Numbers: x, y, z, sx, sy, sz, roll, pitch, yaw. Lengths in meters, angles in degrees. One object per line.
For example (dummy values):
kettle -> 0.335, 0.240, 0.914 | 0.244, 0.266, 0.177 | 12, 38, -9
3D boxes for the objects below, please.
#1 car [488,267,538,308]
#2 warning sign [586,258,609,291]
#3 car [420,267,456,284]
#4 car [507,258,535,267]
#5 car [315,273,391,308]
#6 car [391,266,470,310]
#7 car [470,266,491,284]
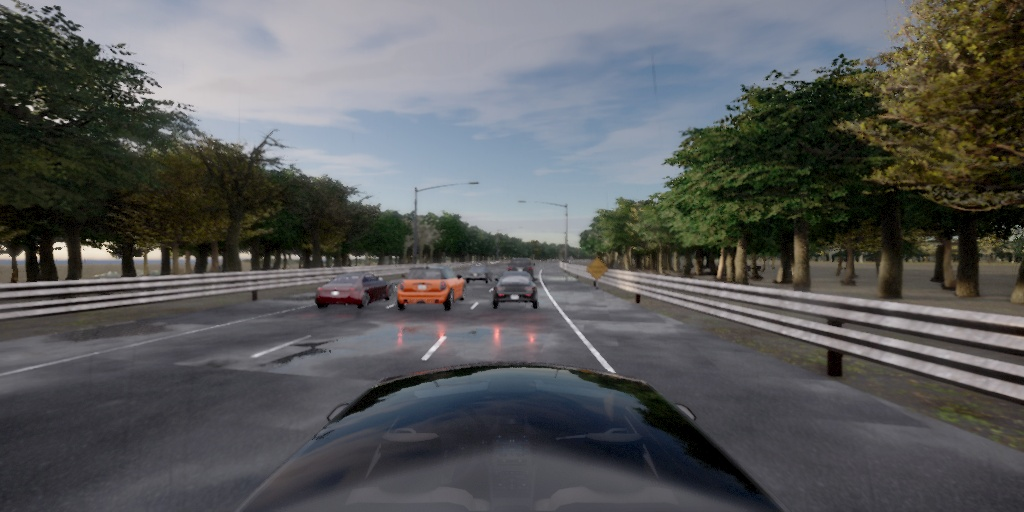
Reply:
car -> 0.176, 1.402, 15.870 | 1.812, 1.442, 4.674 | 0, 0, 2
warning sign -> 4.873, 1.033, 20.503 | 1.300, 1.860, 1.060 | 0, 0, 2
car -> -6.214, 1.604, 30.735 | 1.895, 1.301, 4.718 | 0, 0, 3
car -> 0.770, 1.218, 30.270 | 2.150, 2.045, 5.566 | 0, 0, 3
car -> -6.823, 1.440, 15.973 | 1.994, 1.385, 4.181 | 0, 0, 2
car -> -3.334, 1.224, 15.676 | 2.097, 1.767, 4.553 | 0, -1, 2
car -> -2.726, 1.549, 30.431 | 2.033, 1.411, 5.357 | 0, 0, 3
